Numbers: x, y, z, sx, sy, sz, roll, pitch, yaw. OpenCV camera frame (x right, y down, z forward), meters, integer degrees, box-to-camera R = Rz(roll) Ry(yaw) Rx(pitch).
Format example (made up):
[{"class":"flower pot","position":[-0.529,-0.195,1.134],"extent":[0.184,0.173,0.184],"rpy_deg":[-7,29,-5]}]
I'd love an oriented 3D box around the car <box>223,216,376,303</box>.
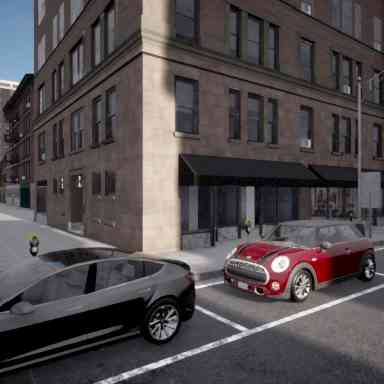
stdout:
[{"class":"car","position":[2.683,1.440,8.153],"extent":[4.097,1.590,1.967],"rpy_deg":[0,0,-36]}]

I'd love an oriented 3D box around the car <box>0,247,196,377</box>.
[{"class":"car","position":[-1.921,1.566,4.822],"extent":[4.313,1.339,1.947],"rpy_deg":[0,0,-36]}]
